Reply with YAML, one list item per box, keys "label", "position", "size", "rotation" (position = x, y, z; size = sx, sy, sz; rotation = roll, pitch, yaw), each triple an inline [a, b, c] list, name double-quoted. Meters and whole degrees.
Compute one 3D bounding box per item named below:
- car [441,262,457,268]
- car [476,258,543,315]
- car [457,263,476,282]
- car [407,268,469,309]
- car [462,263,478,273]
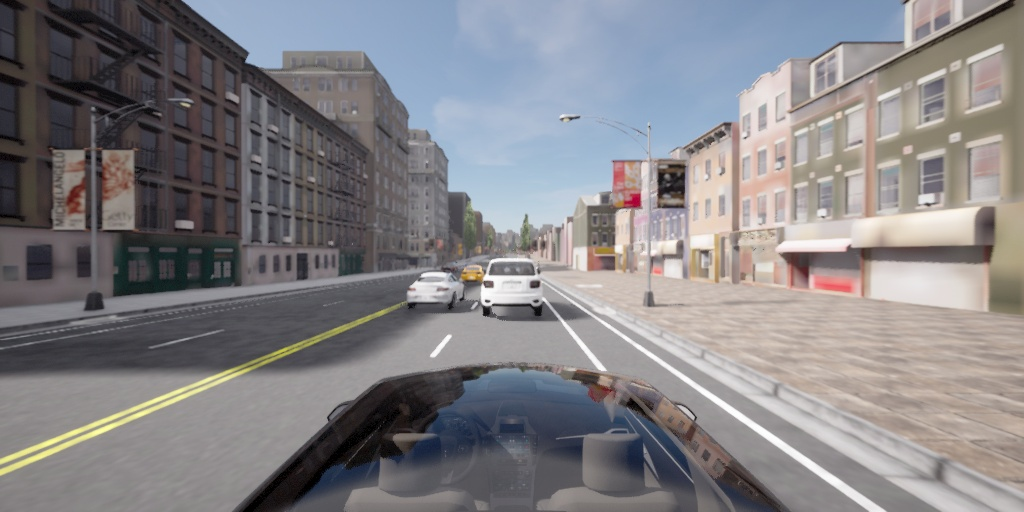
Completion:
- label: "car"
  position: [-9.819, 1.720, 56.277]
  size: [2.097, 1.767, 4.553]
  rotation: [0, -1, 0]
- label: "car"
  position: [0.010, 1.116, 14.432]
  size: [2.150, 2.045, 5.566]
  rotation: [0, 0, 0]
- label: "car"
  position: [-3.219, 1.591, 31.105]
  size: [1.882, 1.535, 5.008]
  rotation: [0, 0, 1]
- label: "car"
  position: [-3.226, 1.434, 15.757]
  size: [1.812, 1.442, 4.674]
  rotation: [0, -1, 0]
- label: "car"
  position: [-6.572, 1.847, 56.653]
  size: [1.882, 1.535, 5.008]
  rotation: [0, 0, 0]
